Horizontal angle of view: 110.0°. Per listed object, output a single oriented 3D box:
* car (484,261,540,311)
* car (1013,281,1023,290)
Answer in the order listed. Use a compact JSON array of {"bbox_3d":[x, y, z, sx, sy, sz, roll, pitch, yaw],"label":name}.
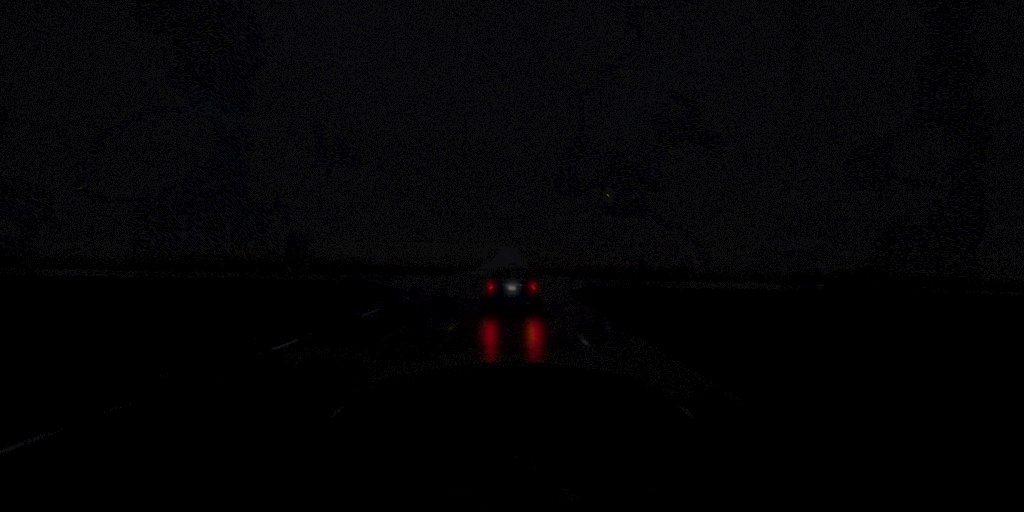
[{"bbox_3d":[0.031,1.221,15.249,2.097,1.767,4.553,0,-1,1],"label":"car"},{"bbox_3d":[51.866,2.748,34.736,4.718,1.301,1.895,1,1,0],"label":"car"}]
